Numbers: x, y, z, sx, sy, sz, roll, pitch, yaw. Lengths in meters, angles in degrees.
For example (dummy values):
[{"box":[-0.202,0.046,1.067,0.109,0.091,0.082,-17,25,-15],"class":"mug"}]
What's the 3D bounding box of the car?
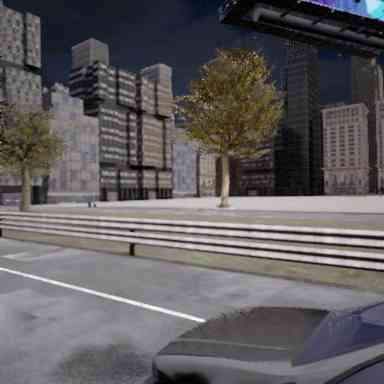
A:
[{"box":[2.143,1.542,2.339,5.357,1.411,2.033,-1,0,36],"class":"car"}]
